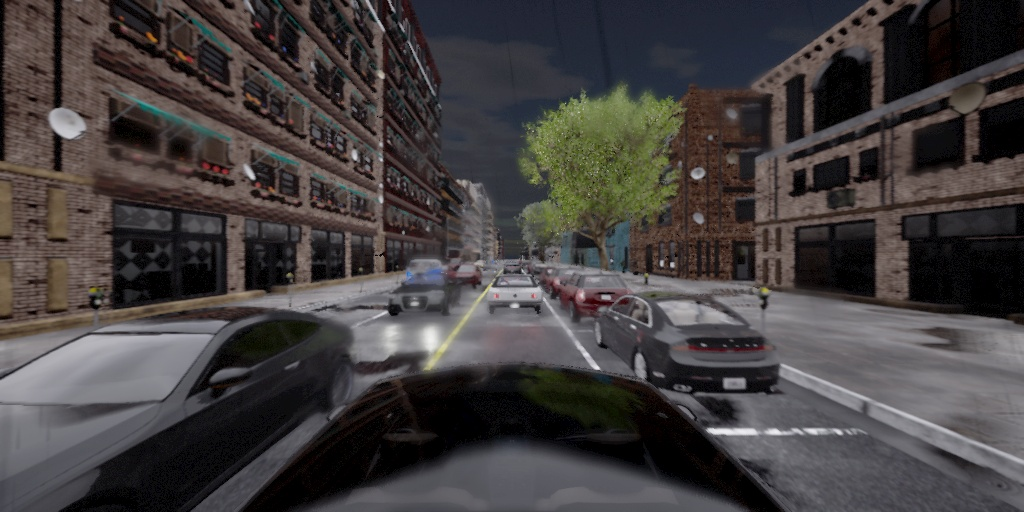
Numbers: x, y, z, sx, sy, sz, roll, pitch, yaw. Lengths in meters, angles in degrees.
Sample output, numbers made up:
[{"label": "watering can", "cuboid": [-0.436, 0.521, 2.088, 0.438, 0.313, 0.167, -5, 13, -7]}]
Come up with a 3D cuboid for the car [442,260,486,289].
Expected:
[{"label": "car", "cuboid": [-3.062, 1.261, 23.747, 1.882, 1.535, 5.008, 0, 0, 1]}]

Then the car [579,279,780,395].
[{"label": "car", "cuboid": [2.693, 1.307, 6.516, 2.007, 1.370, 4.403, 0, 0, 0]}]

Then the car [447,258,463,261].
[{"label": "car", "cuboid": [-5.678, 1.120, 35.004, 2.192, 1.841, 5.009, 0, 0, 0]}]

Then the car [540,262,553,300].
[{"label": "car", "cuboid": [2.696, 1.213, 17.909, 1.967, 1.591, 4.097, 0, 0, 0]}]

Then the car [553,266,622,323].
[{"label": "car", "cuboid": [2.695, 1.205, 12.213, 1.967, 1.591, 4.097, 0, 0, 0]}]

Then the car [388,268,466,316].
[{"label": "car", "cuboid": [-3.078, 1.331, 13.358, 1.994, 1.385, 4.181, 0, 0, 0]}]

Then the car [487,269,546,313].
[{"label": "car", "cuboid": [0.104, 1.369, 14.158, 1.895, 1.301, 4.718, 0, 0, 0]}]

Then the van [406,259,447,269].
[{"label": "van", "cuboid": [-5.682, 1.123, 23.611, 1.690, 1.789, 3.998, 0, 0, 0]}]

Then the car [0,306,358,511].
[{"label": "car", "cuboid": [-3.094, 1.278, 3.361, 1.812, 1.442, 4.674, 0, 0, 0]}]

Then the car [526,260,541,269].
[{"label": "car", "cuboid": [2.703, 1.355, 35.000, 2.007, 1.370, 4.403, 0, 0, 0]}]

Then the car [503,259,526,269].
[{"label": "car", "cuboid": [0.058, 1.302, 37.525, 2.128, 1.511, 4.902, 0, 0, 1]}]

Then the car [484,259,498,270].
[{"label": "car", "cuboid": [-2.983, 1.497, 50.651, 1.895, 1.301, 4.718, 0, 0, 0]}]

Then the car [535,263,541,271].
[{"label": "car", "cuboid": [2.698, 1.364, 23.607, 1.802, 1.307, 4.207, 0, 0, 0]}]
